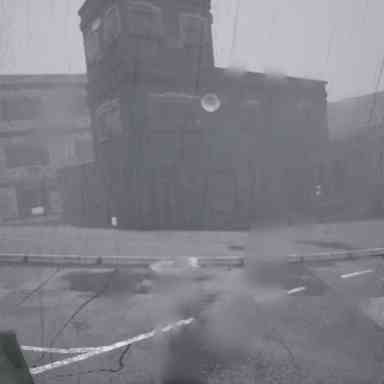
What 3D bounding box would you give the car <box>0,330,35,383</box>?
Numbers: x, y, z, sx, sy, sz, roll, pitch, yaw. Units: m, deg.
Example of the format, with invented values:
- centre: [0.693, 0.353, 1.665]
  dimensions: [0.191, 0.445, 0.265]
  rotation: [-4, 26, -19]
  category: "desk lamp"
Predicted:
- centre: [-3.209, 1.617, 1.378]
  dimensions: [4.718, 1.301, 1.895]
  rotation: [0, 0, -35]
  category: "car"
